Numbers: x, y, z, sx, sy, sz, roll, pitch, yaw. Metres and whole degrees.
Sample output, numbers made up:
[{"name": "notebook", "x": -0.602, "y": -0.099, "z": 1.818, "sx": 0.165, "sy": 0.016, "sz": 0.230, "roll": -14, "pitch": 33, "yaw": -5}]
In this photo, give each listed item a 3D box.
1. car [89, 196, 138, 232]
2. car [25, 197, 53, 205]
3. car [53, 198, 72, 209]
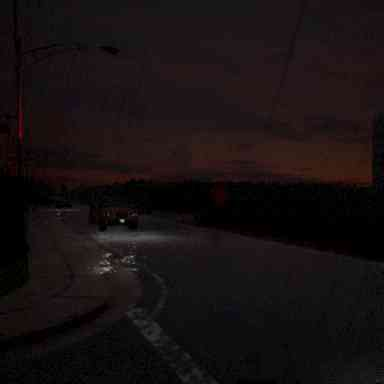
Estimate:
[{"name": "car", "x": -5.185, "y": 1.305, "z": 21.403, "sx": 2.150, "sy": 2.045, "sz": 5.566, "roll": 1, "pitch": -1, "yaw": -26}, {"name": "car", "x": -27.195, "y": 1.583, "z": 59.408, "sx": 5.008, "sy": 1.535, "sz": 1.882, "roll": 1, "pitch": -1, "yaw": -12}, {"name": "car", "x": -18.254, "y": 1.650, "z": 47.340, "sx": 1.812, "sy": 1.442, "sz": 4.674, "roll": 1, "pitch": -1, "yaw": -27}]
